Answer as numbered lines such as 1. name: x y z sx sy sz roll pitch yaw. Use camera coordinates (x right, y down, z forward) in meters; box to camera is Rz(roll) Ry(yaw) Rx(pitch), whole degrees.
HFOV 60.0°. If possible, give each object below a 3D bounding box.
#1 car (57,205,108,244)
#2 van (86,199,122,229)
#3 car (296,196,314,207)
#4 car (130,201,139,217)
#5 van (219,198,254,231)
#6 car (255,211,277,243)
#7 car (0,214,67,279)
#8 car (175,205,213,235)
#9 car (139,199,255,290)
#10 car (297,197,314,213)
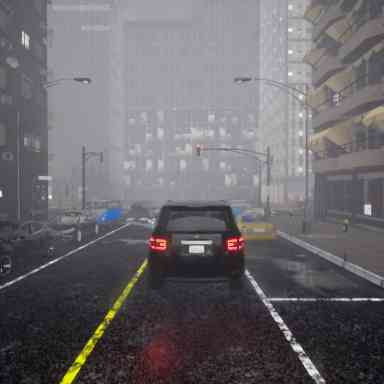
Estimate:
1. car: -5.652 1.547 15.632 2.008 1.369 4.403 -1 0 0
2. van: -5.638 1.336 21.234 1.690 1.788 3.998 -1 0 0
3. car: 15.362 1.337 40.471 5.009 1.841 2.192 0 1 1
4. car: -3.984 1.526 29.751 2.128 1.511 4.902 1 -1 -31
5. van: 2.742 1.336 21.179 1.690 1.788 3.998 -1 0 0
6. car: 2.728 1.522 15.748 1.752 1.417 4.829 -1 0 0
7. car: -5.669 1.563 10.030 1.947 1.339 4.313 -1 0 0
8. car: 0.126 1.560 19.525 1.994 1.385 4.181 0 0 1
9. car: 0.107 1.219 9.230 2.150 2.045 5.566 0 0 0
10. car: 14.928 1.582 37.875 4.674 1.442 1.812 0 1 -1
